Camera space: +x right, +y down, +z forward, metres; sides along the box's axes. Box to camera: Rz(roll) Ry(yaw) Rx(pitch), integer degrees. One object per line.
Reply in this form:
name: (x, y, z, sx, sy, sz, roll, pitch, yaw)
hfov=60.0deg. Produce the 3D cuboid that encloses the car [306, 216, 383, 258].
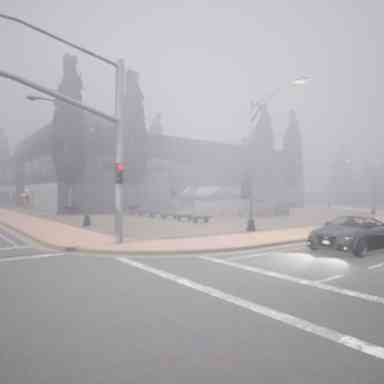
car: (6.507, 1.678, 13.452, 4.181, 1.385, 1.994, 1, 0, -38)
